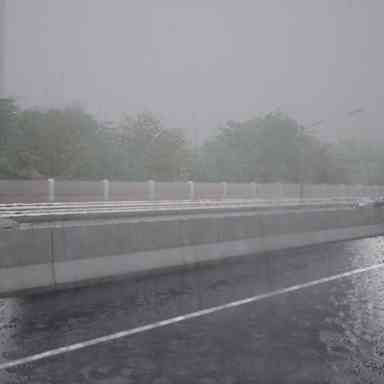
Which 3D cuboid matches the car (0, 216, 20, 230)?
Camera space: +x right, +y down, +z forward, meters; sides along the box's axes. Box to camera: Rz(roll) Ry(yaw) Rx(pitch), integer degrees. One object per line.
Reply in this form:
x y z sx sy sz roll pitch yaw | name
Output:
-9.685 1.555 14.264 4.181 1.385 1.994 0 0 -35 | car

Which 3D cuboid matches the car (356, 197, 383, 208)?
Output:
21.817 1.351 40.122 4.902 1.511 2.128 0 0 -33 | car
